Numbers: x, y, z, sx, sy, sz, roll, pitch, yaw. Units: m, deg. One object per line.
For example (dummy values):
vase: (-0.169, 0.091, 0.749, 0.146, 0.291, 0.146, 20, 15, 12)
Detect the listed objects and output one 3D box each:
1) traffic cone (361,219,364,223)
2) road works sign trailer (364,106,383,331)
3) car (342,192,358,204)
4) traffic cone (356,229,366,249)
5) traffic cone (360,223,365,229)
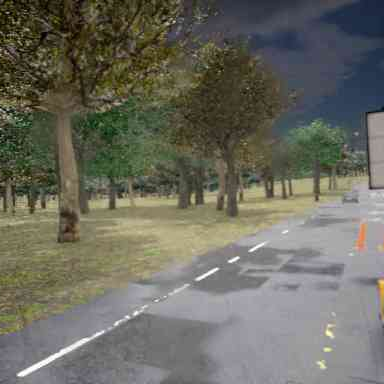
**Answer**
traffic cone: (8.061, 1.700, 15.742, 0.340, 0.580, 0.340, -3, -1, 28)
road works sign trailer: (4.188, 0.299, 5.322, 2.380, 3.560, 2.880, -3, -1, 26)
car: (22.022, 0.754, 46.293, 2.128, 1.511, 4.902, -3, 0, 28)
traffic cone: (6.181, 1.760, 12.212, 0.340, 0.580, 0.340, -3, -1, 28)
traffic cone: (7.121, 1.730, 13.977, 0.340, 0.580, 0.340, -3, -1, 28)
